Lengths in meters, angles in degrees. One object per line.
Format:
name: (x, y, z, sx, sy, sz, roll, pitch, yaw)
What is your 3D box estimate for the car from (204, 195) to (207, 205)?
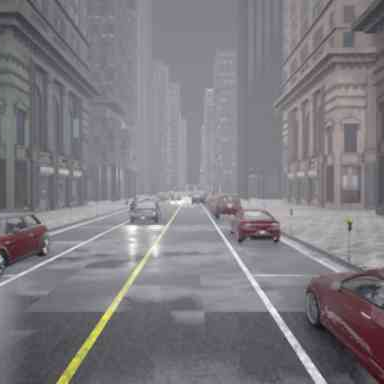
car: (2.721, 1.274, 37.640, 1.947, 1.339, 4.313, 0, 0, 0)

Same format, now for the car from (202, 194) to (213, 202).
car: (2.698, 1.118, 60.047, 1.802, 1.307, 4.206, 0, 0, 0)

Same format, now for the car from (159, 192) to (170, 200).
car: (-5.839, 0.891, 71.237, 1.967, 1.590, 4.097, 0, 0, 0)

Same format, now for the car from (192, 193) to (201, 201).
car: (0.813, 0.945, 66.228, 1.801, 1.575, 5.366, 0, 0, 0)

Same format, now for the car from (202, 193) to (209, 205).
car: (2.715, 1.216, 43.242, 2.008, 1.369, 4.403, 0, 0, 0)

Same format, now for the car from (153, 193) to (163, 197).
car: (-5.816, 1.173, 48.830, 2.008, 1.369, 4.403, 0, 0, 0)

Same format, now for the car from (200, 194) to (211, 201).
car: (2.692, 1.060, 65.648, 1.947, 1.339, 4.313, 0, 0, 0)

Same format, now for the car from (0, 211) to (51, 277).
car: (-5.776, 1.364, 9.616, 1.967, 1.590, 4.097, 0, 0, 0)

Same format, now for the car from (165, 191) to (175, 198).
car: (-5.857, 0.639, 88.043, 2.192, 1.841, 5.009, 0, 0, 0)

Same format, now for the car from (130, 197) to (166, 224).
car: (-3.123, 1.343, 23.363, 1.812, 1.442, 4.674, 0, 0, 0)

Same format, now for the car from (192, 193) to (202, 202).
car: (0.838, 1.041, 60.038, 1.837, 1.490, 4.892, 0, 0, 0)

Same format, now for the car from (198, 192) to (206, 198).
car: (2.669, 0.764, 88.053, 1.967, 1.590, 4.097, 0, 0, 0)

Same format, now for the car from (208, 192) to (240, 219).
car: (2.731, 1.109, 26.435, 2.192, 1.841, 5.009, 0, 0, 0)

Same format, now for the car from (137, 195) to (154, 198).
car: (-5.804, 1.252, 37.626, 1.887, 1.381, 4.507, 0, 0, 0)

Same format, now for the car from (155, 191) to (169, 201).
car: (-5.828, 0.851, 60.033, 2.192, 1.841, 5.009, 0, 0, 0)

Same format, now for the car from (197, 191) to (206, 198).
car: (2.662, 0.597, 93.655, 2.192, 1.841, 5.009, 0, 0, 0)

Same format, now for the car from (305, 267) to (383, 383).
car: (2.756, 1.549, 4.031, 1.802, 1.307, 4.206, 0, 0, 0)

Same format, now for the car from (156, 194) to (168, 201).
car: (-5.833, 1.060, 65.636, 1.947, 1.339, 4.313, 0, 0, 0)

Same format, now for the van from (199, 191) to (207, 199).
van: (2.674, 0.707, 82.452, 1.690, 1.788, 3.998, 0, 0, 0)

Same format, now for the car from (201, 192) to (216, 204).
car: (2.703, 0.894, 54.444, 2.192, 1.841, 5.009, 0, 0, 0)

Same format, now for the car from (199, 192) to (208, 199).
car: (2.680, 0.849, 76.850, 1.967, 1.590, 4.097, 0, 0, 0)

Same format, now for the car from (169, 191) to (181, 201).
car: (-3.087, 1.000, 64.431, 2.128, 1.511, 4.902, 0, 0, 0)

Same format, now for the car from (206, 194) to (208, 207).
car: (2.726, 1.191, 32.038, 1.967, 1.590, 4.097, 0, 0, 0)

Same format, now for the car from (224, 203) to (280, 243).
car: (2.744, 1.425, 15.234, 1.887, 1.381, 4.507, 0, 0, 0)

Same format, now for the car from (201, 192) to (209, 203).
car: (2.709, 1.146, 49.013, 1.752, 1.417, 4.829, 0, 0, 0)

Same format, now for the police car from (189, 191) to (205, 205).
police car: (0.848, 1.037, 50.148, 1.930, 1.638, 5.238, 0, 0, 0)
